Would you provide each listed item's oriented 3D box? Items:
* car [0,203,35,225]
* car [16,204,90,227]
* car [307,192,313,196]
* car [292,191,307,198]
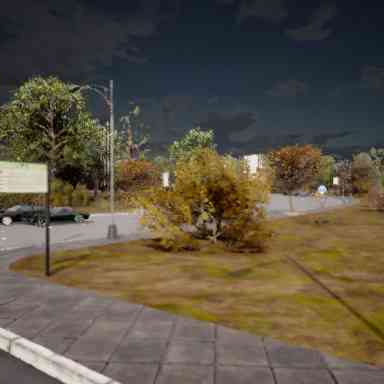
[{"bbox_3d":[-13.423,1.706,26.592,1.882,1.535,5.008,-1,0,39],"label":"car"},{"bbox_3d":[-10.193,1.798,25.025,1.895,1.301,4.718,-1,0,39],"label":"car"},{"bbox_3d":[31.357,0.613,83.510,1.882,1.535,5.008,0,1,1],"label":"car"},{"bbox_3d":[27.972,0.687,85.479,1.994,1.385,4.181,0,1,1],"label":"car"}]
